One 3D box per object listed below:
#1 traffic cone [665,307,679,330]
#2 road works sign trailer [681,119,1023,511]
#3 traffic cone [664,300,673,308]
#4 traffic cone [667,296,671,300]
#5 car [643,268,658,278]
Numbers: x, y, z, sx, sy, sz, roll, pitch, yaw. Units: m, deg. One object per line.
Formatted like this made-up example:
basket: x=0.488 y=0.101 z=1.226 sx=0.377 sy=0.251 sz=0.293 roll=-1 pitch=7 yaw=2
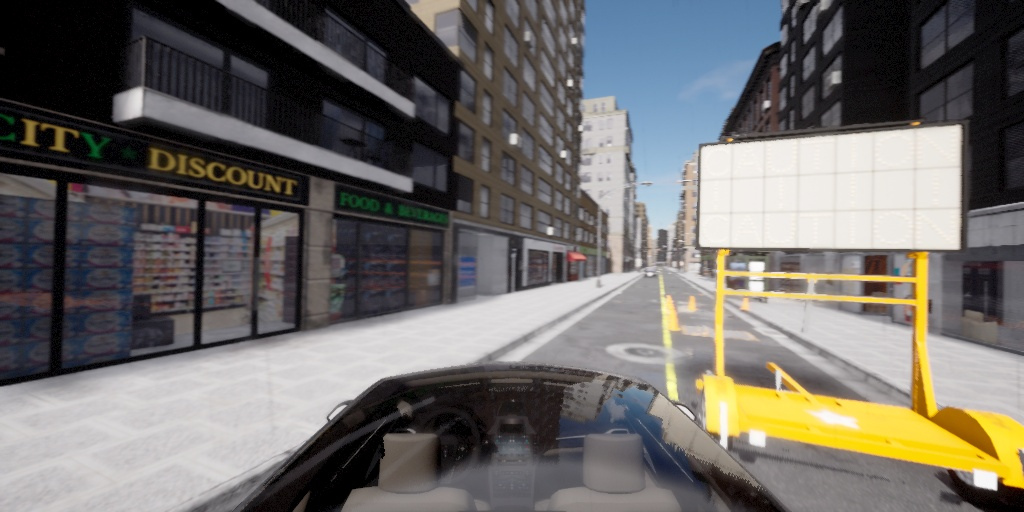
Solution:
traffic cone: x=4.993 y=1.973 z=11.119 sx=0.340 sy=0.580 sz=0.340 roll=0 pitch=0 yaw=22
road works sign trailer: x=3.414 y=0.345 z=4.201 sx=2.380 sy=3.560 sz=2.880 roll=0 pitch=0 yaw=22
traffic cone: x=5.753 y=2.019 z=12.968 sx=0.340 sy=0.580 sz=0.340 roll=0 pitch=0 yaw=22
traffic cone: x=6.513 y=2.065 z=14.818 sx=0.340 sy=0.580 sz=0.340 roll=0 pitch=0 yaw=22
car: x=20.474 y=2.481 z=52.909 sx=2.128 sy=1.511 sz=4.902 roll=1 pitch=-1 yaw=22
